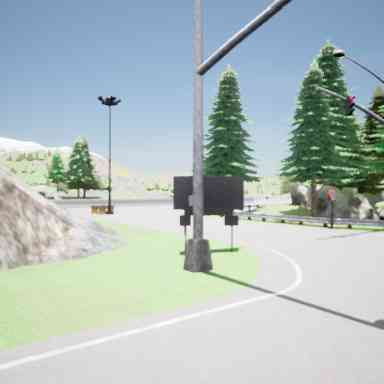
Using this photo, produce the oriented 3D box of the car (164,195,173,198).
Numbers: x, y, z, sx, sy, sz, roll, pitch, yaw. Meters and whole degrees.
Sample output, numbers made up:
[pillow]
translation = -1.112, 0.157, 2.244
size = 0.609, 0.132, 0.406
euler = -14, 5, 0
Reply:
[car]
translation = -4.427, 1.369, 76.516
size = 4.553, 1.767, 2.097
euler = 0, 0, -36
